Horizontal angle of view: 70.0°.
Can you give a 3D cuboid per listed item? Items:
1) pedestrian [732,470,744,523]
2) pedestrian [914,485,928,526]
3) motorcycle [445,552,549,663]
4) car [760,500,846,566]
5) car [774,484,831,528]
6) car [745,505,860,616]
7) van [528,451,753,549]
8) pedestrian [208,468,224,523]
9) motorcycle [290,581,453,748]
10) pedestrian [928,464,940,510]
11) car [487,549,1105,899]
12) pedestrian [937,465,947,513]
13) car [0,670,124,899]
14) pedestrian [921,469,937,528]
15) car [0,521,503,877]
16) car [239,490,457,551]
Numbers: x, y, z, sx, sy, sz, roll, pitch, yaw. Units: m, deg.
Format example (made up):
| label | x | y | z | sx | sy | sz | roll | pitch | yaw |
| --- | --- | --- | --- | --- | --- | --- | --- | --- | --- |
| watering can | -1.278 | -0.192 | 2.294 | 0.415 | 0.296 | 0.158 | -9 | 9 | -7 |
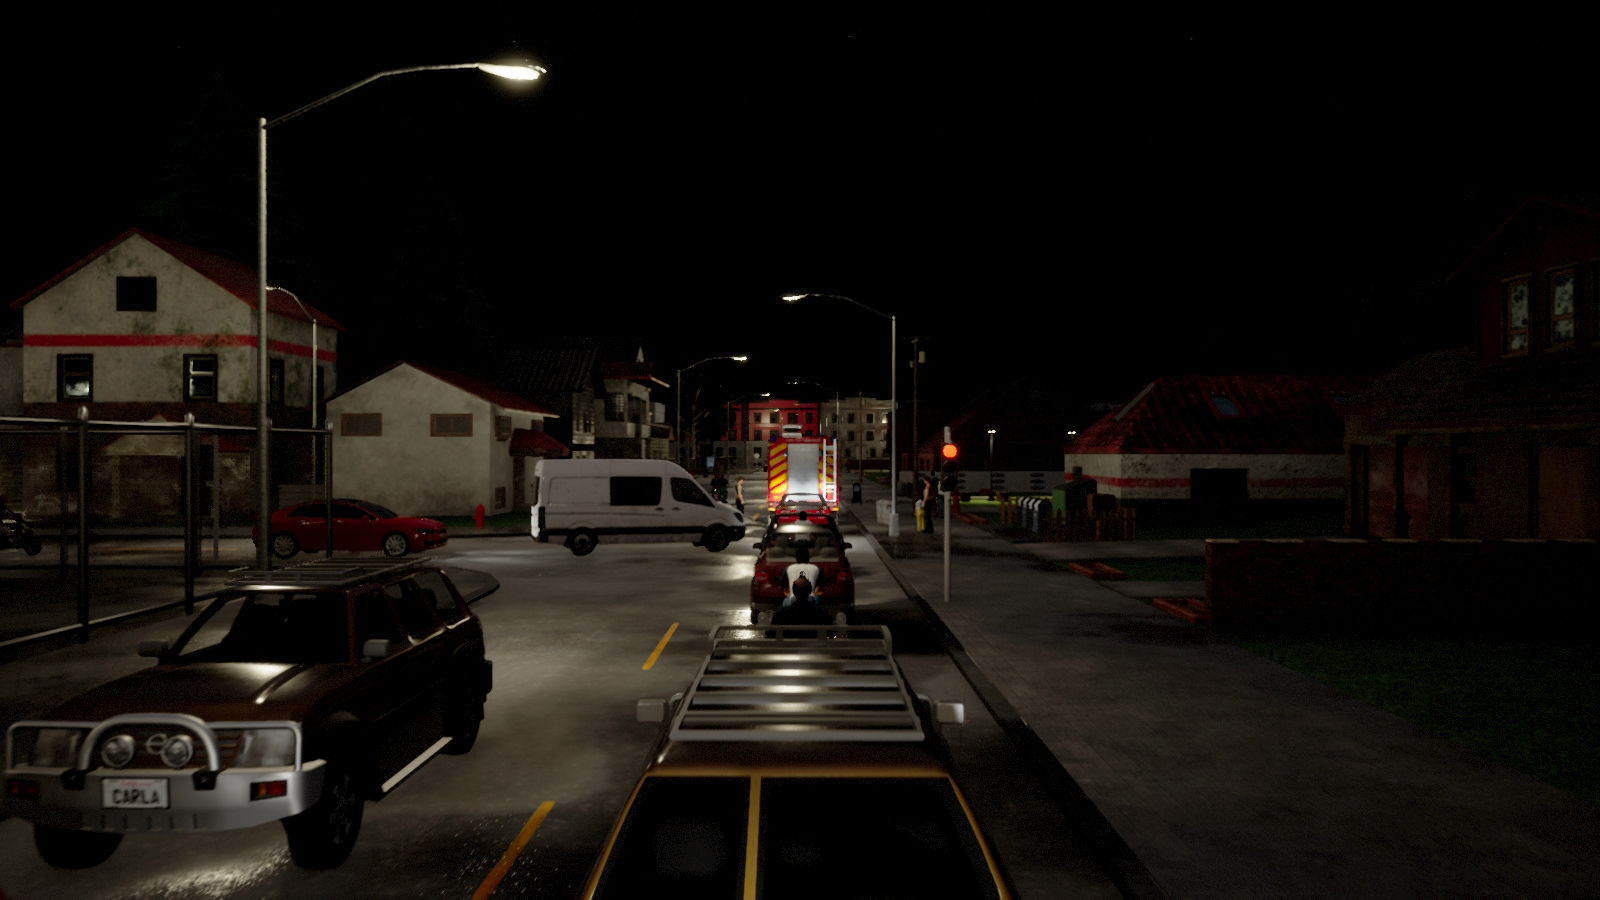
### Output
| label | x | y | z | sx | sy | sz | roll | pitch | yaw |
| --- | --- | --- | --- | --- | --- | --- | --- | --- | --- |
| pedestrian | -2.194 | 1.629 | 40.371 | 0.375 | 1.860 | 0.375 | 0 | 0 | -17 |
| pedestrian | 3.939 | 1.806 | 37.216 | 0.375 | 1.300 | 0.375 | 0 | 0 | -14 |
| motorcycle | -3.882 | 1.993 | 14.810 | 0.803 | 1.145 | 2.033 | 0 | 0 | 0 |
| car | 0.064 | 1.928 | 27.505 | 1.895 | 1.301 | 4.718 | 0 | 0 | 0 |
| car | 0.100 | 1.935 | 40.352 | 1.895 | 1.301 | 4.718 | 0 | 0 | 0 |
| car | 0.043 | 1.806 | 19.665 | 1.789 | 1.549 | 3.705 | 0 | 0 | 0 |
| van | -4.437 | 1.315 | 31.789 | 5.915 | 2.561 | 1.988 | 0 | 0 | -18 |
| pedestrian | -19.612 | 1.525 | 38.373 | 0.375 | 1.860 | 0.375 | 0 | 0 | -3 |
| motorcycle | -3.985 | 1.962 | 10.798 | 0.856 | 1.236 | 1.805 | 0 | 0 | 0 |
| pedestrian | 5.489 | 1.524 | 46.827 | 0.375 | 1.860 | 0.375 | 0 | 0 | 27 |
| car | -0.001 | 1.644 | 5.877 | 1.932 | 1.855 | 4.605 | 0 | 0 | 0 |
| pedestrian | 5.606 | 1.524 | 45.018 | 0.375 | 1.860 | 0.375 | 0 | 0 | 8 |
| car | -3.992 | 1.772 | 2.405 | 2.152 | 1.651 | 5.027 | 0 | 0 | 0 |
| pedestrian | 4.106 | 1.526 | 36.410 | 0.375 | 1.860 | 0.375 | 0 | 0 | 33 |
| car | -3.975 | 1.644 | 9.193 | 1.932 | 1.855 | 4.605 | 0 | 0 | 1 |
| car | -11.861 | 1.841 | 30.275 | 4.892 | 1.480 | 2.231 | 0 | 0 | 0 |
